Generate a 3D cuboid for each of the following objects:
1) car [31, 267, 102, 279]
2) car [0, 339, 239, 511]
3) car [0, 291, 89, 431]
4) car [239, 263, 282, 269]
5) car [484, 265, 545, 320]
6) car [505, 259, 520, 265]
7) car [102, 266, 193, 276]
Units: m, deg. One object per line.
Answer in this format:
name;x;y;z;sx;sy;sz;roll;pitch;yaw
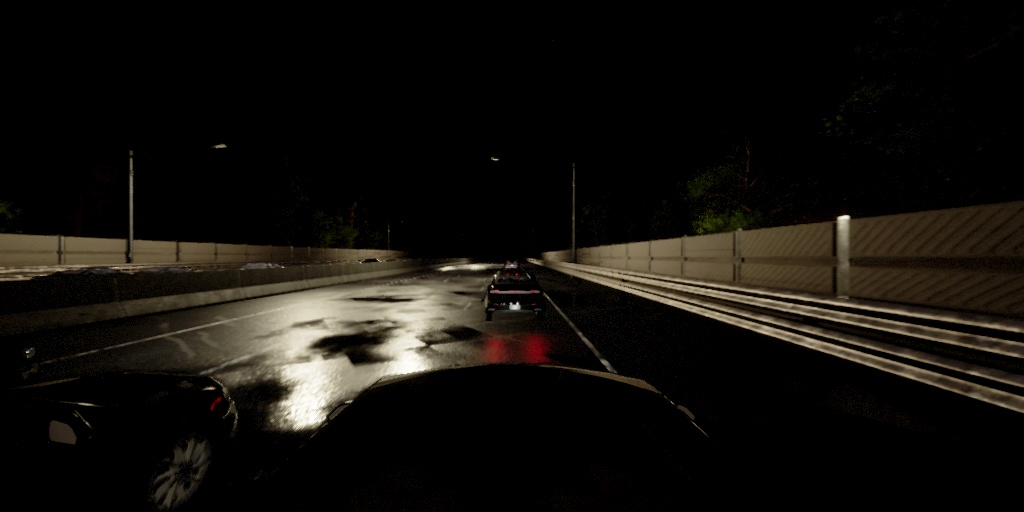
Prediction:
car;-24.630;1.321;20.635;1.994;1.385;4.181;0;0;0
car;-3.405;1.255;1.260;1.837;1.490;4.892;0;0;0
car;-6.905;1.243;2.501;2.128;1.511;4.902;0;0;0
car;-17.638;1.248;24.905;2.128;1.511;4.902;0;0;0
car;0.082;1.244;12.621;2.128;1.511;4.902;0;0;0
car;0.020;1.188;44.478;2.033;1.649;4.856;0;0;0
car;-21.132;1.321;21.551;1.994;1.385;4.181;0;0;0
